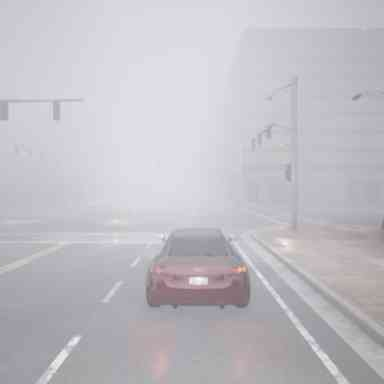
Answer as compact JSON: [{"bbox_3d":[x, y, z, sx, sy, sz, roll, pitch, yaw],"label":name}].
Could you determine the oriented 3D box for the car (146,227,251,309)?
[{"bbox_3d":[0.117,1.492,7.781,1.994,1.385,4.181,0,0,0],"label":"car"}]
